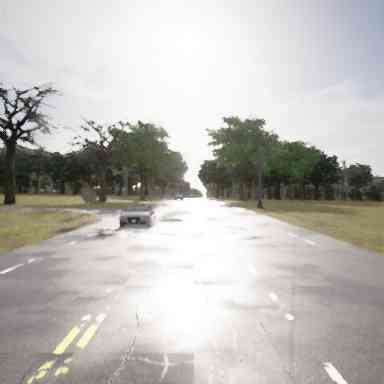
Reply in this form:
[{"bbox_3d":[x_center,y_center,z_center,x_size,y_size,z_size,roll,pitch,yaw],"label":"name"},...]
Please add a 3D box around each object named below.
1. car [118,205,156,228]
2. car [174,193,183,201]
[{"bbox_3d":[-3.499,1.552,21.977,1.994,1.385,4.181,0,0,0],"label":"car"},{"bbox_3d":[-3.555,1.317,88.637,2.150,2.045,5.566,0,0,0],"label":"car"}]
